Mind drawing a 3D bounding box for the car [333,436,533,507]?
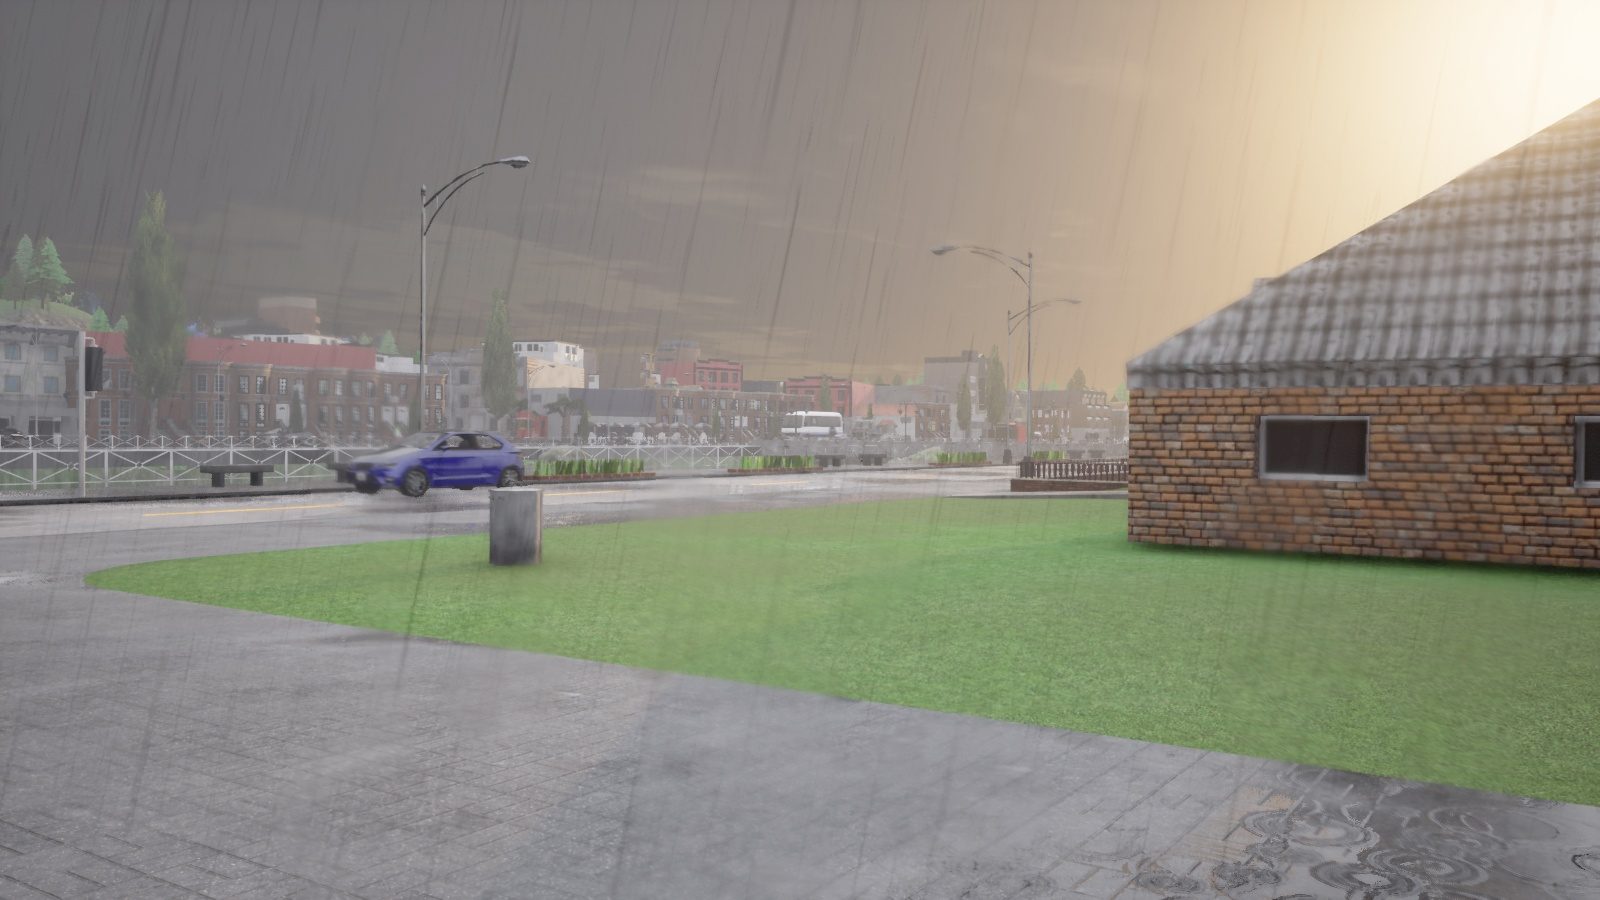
[{"bbox_3d":[-8.286,0.428,28.724,1.816,1.474,4.193,0,1,34],"label":"car"}]

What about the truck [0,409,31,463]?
[{"bbox_3d":[-53.521,-0.848,79.284,2.891,3.462,7.936,0,1,34],"label":"truck"}]
